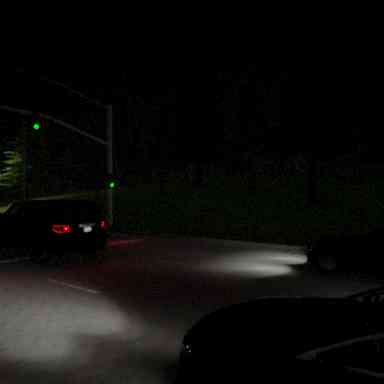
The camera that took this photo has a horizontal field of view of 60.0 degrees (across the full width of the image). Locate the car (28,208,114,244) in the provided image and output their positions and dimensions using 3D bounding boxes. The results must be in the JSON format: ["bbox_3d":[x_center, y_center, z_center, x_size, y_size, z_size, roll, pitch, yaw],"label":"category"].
[{"bbox_3d":[-6.277,1.619,17.058,4.674,1.442,1.812,0,0,35],"label":"car"}]

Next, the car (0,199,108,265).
[{"bbox_3d":[-5.530,1.295,12.232,5.566,2.045,2.150,0,0,36],"label":"car"}]

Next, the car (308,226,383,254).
[{"bbox_3d":[5.439,1.528,8.700,4.674,1.442,1.812,0,0,36],"label":"car"}]

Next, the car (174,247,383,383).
[{"bbox_3d":[2.073,1.489,2.514,4.902,1.511,2.128,-1,0,36],"label":"car"}]
